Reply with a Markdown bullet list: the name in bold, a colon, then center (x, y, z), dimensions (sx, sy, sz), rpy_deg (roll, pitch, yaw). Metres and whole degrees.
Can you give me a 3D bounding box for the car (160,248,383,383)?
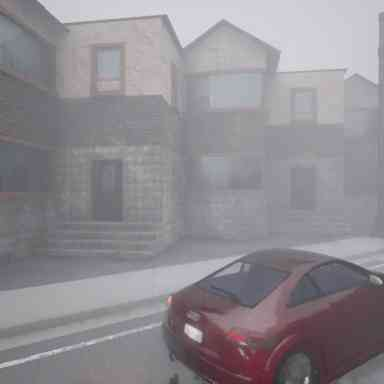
- **car**: center (1.641, 1.563, 4.923), dimensions (4.181, 1.385, 1.994), rpy_deg (0, 0, -35)
